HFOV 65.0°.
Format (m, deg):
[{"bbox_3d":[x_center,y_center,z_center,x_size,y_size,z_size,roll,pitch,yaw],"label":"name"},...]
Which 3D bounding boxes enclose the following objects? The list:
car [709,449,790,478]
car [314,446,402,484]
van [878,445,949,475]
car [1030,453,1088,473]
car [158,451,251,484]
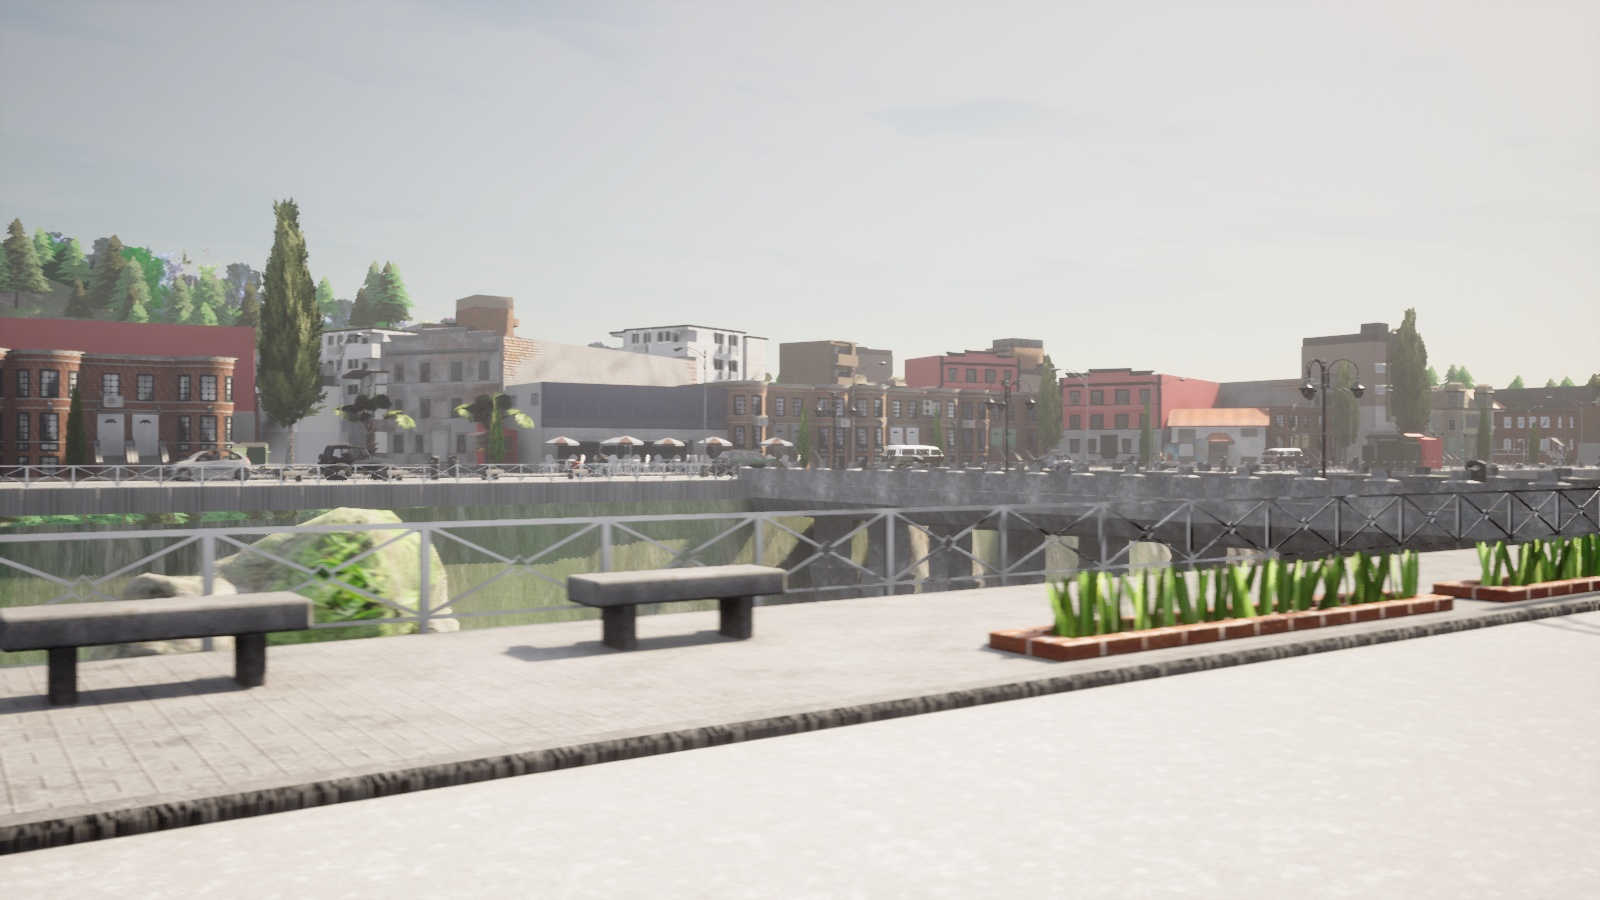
[{"bbox_3d":[-3.080,0.799,77.274,4.553,1.767,2.097,0,0,-35],"label":"car"},{"bbox_3d":[-22.436,0.744,63.793,3.866,1.878,1.905,0,0,-35],"label":"car"},{"bbox_3d":[7.686,0.660,84.772,4.480,2.038,2.069,0,0,-35],"label":"van"},{"bbox_3d":[19.133,0.945,92.744,4.193,1.474,1.816,0,0,-35],"label":"car"},{"bbox_3d":[-30.030,0.862,63.377,3.988,1.617,1.851,0,0,-35],"label":"car"}]
